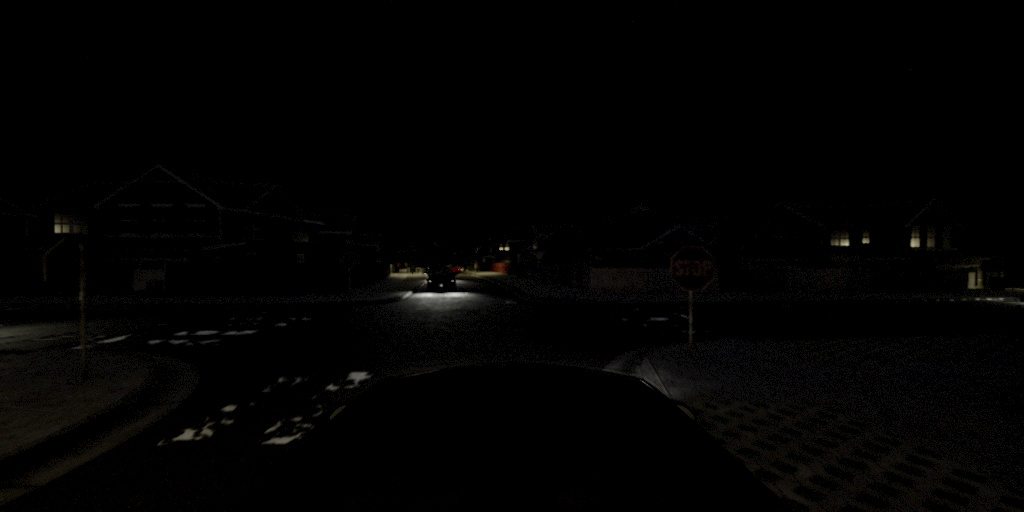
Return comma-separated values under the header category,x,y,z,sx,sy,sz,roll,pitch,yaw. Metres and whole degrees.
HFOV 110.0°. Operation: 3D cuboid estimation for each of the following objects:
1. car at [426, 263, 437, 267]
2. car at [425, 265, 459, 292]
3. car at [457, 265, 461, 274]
category,x,y,z,sx,sy,sz,roll,pitch,yaw
car,-12.843,1.846,57.958,2.097,1.767,4.553,0,-1,-16
car,-4.762,1.582,24.590,1.812,1.442,4.674,0,-1,-9
car,-8.938,2.032,54.454,1.895,1.301,4.718,0,-1,-16
